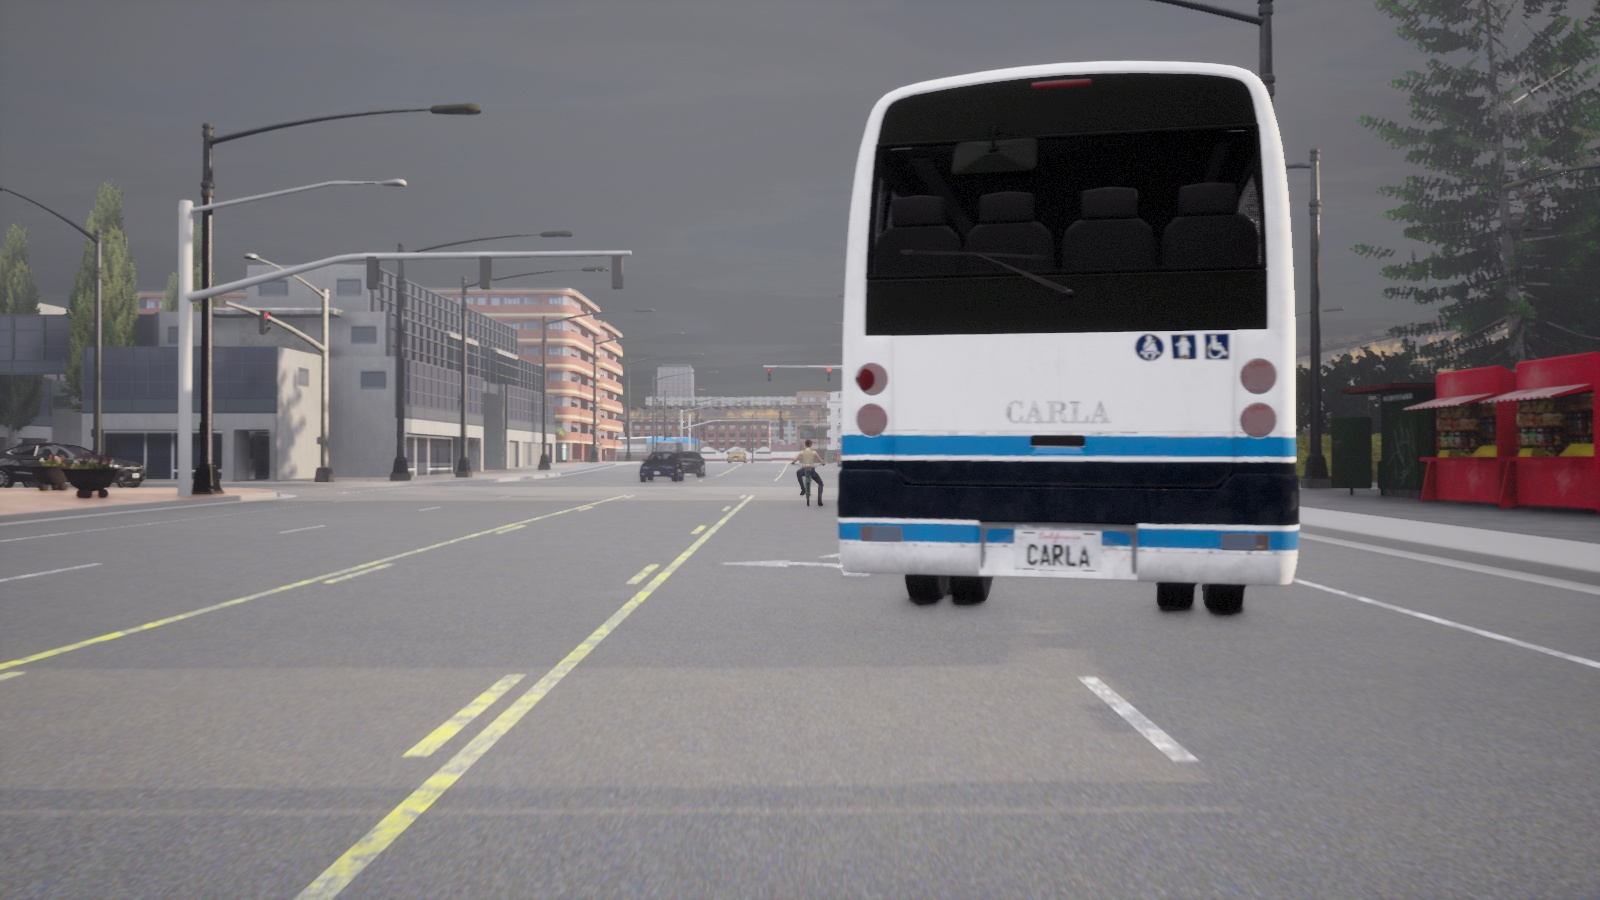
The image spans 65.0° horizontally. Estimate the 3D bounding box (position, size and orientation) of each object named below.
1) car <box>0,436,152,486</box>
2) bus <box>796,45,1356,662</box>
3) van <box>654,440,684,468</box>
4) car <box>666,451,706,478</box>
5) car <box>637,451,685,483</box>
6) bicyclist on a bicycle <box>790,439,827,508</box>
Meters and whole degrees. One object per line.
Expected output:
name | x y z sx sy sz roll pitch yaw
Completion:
car | -25.104 0.386 42.683 5.027 1.651 2.152 0 -1 1
bus | 3.152 -0.705 14.115 3.944 4.253 10.273 1 0 14
van | -9.944 0.273 95.522 1.775 1.987 4.442 0 1 0
car | -6.572 0.822 72.886 1.837 1.490 4.892 0 0 0
car | -6.635 0.785 60.187 1.816 1.474 4.193 0 0 0
bicyclist on a bicycle | 0.192 0.552 30.184 0.866 1.612 1.509 0 0 0
